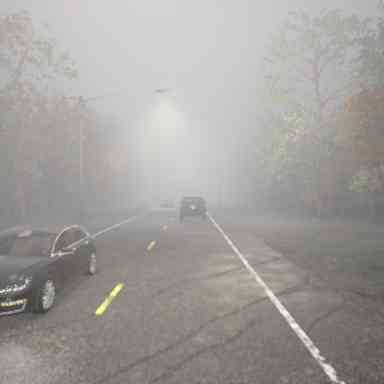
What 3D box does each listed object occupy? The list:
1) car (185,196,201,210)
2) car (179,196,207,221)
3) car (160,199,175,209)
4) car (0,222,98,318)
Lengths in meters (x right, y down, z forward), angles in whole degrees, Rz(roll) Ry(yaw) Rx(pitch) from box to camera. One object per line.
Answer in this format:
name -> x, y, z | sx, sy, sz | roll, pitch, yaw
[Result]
car -> 0.082, 1.519, 46.381 | 2.097, 1.767, 4.553 | 0, 0, 0
car -> 0.090, 1.331, 28.179 | 2.150, 2.045, 5.566 | 0, 0, 0
car -> -3.594, 1.742, 49.406 | 1.994, 1.385, 4.181 | 0, 0, 0
car -> -3.603, 1.540, 7.734 | 1.837, 1.490, 4.892 | 0, 0, 0
